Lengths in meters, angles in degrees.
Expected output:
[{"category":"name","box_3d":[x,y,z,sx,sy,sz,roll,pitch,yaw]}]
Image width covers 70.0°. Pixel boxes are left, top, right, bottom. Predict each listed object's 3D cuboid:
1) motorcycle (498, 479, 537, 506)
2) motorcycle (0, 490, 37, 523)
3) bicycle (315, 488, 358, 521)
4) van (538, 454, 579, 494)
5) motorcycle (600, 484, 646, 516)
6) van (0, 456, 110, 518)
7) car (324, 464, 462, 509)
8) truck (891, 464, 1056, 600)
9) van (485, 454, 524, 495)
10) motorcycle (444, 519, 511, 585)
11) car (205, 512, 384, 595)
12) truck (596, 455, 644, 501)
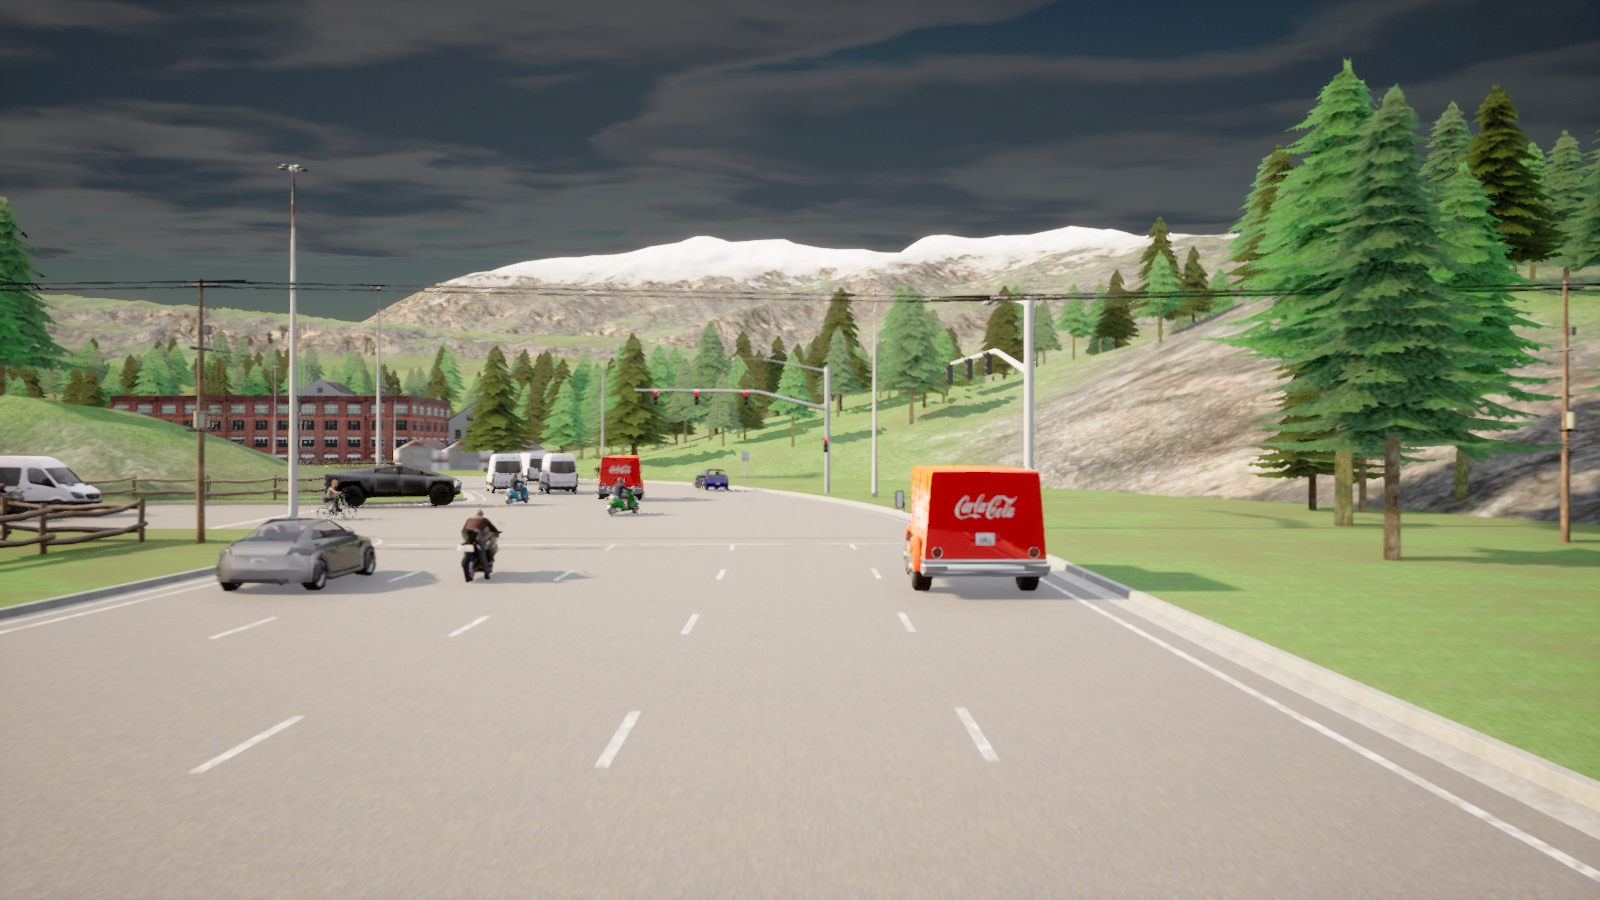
[{"category":"motorcycle","box_3d":[-14.299,2.142,57.861,0.856,1.316,1.805,-4,-2,27]},{"category":"motorcycle","box_3d":[-31.326,2.206,44.807,2.209,1.251,0.867,0,0,-1]},{"category":"bicycle","box_3d":[-18.489,2.158,45.584,1.487,1.276,0.859,0,-2,-16]},{"category":"van","box_3d":[-15.998,1.535,75.358,1.988,2.561,5.915,0,0,-18]},{"category":"motorcycle","box_3d":[-7.564,2.142,48.955,0.856,1.316,1.805,-4,-2,39]},{"category":"van","box_3d":[-32.739,1.535,48.284,5.915,2.561,1.988,0,0,-1]},{"category":"car","box_3d":[-19.990,1.754,56.381,6.274,2.098,2.390,0,0,-17]},{"category":"truck","box_3d":[3.462,1.568,24.012,2.627,2.467,5.204,0,0,-1]},{"category":"van","box_3d":[-19.378,1.535,74.730,1.988,2.561,5.915,0,0,-20]},{"category":"motorcycle","box_3d":[-7.062,2.205,25.127,0.867,1.251,2.209,0,0,-1]},{"category":"car","box_3d":[-10.540,2.119,24.195,1.994,1.385,4.181,0,0,-1]},{"category":"truck","box_3d":[-10.302,1.570,65.639,2.627,2.467,5.204,0,0,-8]}]
